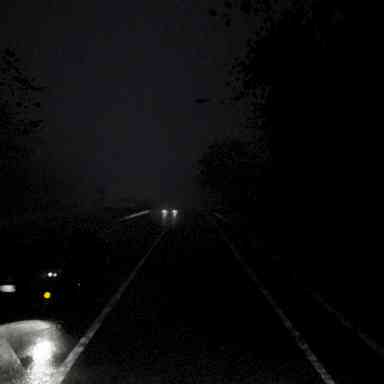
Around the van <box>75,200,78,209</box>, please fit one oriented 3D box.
[{"bbox_3d":[-23.420,2.142,59.705,4.442,1.987,1.878,0,-2,0],"label":"van"}]

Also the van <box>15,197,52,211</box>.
[{"bbox_3d":[-23.447,1.748,48.513,4.442,1.987,1.878,0,-2,0],"label":"van"}]

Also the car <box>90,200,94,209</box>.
[{"bbox_3d":[-23.279,2.678,68.001,5.008,1.535,2.097,0,-2,0],"label":"car"}]

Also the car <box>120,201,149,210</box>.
[{"bbox_3d":[-10.254,2.392,59.461,4.792,1.488,2.163,0,-2,0],"label":"car"}]

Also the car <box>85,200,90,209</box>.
[{"bbox_3d":[-23.286,2.570,65.108,5.008,1.535,2.097,0,-2,0],"label":"car"}]

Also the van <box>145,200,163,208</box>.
[{"bbox_3d":[-10.043,3.235,87.193,4.442,1.987,1.878,0,-3,0],"label":"van"}]

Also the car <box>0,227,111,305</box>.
[{"bbox_3d":[-3.339,1.563,8.027,1.994,1.385,4.181,0,0,0],"label":"car"}]

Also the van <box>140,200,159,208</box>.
[{"bbox_3d":[-10.062,2.864,78.889,4.442,1.987,1.878,0,-2,0],"label":"van"}]

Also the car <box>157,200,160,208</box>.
[{"bbox_3d":[-10.162,2.912,73.330,4.792,1.488,2.163,0,-2,0],"label":"car"}]

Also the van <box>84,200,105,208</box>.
[{"bbox_3d":[-23.142,2.867,79.082,4.442,1.987,1.878,0,-2,0],"label":"van"}]

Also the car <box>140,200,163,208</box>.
[{"bbox_3d":[-10.194,3.061,84.423,5.566,2.045,2.435,0,-3,0],"label":"car"}]

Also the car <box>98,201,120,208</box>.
[{"bbox_3d":[-23.198,3.504,92.777,5.566,2.045,2.435,0,-3,0],"label":"car"}]

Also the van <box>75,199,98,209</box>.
[{"bbox_3d":[-23.388,2.660,73.547,4.442,1.987,1.878,0,-2,0],"label":"van"}]

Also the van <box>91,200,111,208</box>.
[{"bbox_3d":[-23.129,3.084,84.469,4.442,1.987,1.878,0,-3,0],"label":"van"}]

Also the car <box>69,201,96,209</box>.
[{"bbox_3d":[-23.272,2.783,70.770,4.892,1.521,2.231,0,-2,0],"label":"car"}]

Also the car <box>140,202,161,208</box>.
[{"bbox_3d":[-10.202,3.223,81.660,4.792,1.488,2.163,0,-3,0],"label":"car"}]

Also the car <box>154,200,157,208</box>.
[{"bbox_3d":[-10.210,2.674,67.784,5.008,1.535,2.097,0,-2,0],"label":"car"}]

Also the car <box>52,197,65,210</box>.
[{"bbox_3d":[-23.351,1.814,51.404,5.566,2.045,2.435,0,-2,0],"label":"car"}]

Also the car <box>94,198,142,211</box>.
[{"bbox_3d":[-10.071,1.891,45.604,5.366,1.575,1.946,0,-2,0],"label":"car"}]

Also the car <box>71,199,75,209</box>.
[{"bbox_3d":[-23.304,2.265,56.927,4.892,1.521,2.231,0,-2,0],"label":"car"}]

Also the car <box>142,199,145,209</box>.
[{"bbox_3d":[-10.250,2.061,51.142,5.008,1.535,2.097,0,-2,0],"label":"car"}]

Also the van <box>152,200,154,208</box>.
[{"bbox_3d":[-10.328,2.345,65.018,4.442,1.987,1.878,0,-2,0],"label":"van"}]

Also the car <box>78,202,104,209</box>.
[{"bbox_3d":[-23.080,2.986,76.307,5.366,1.575,1.946,0,-2,0],"label":"car"}]

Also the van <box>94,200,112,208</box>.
[{"bbox_3d":[-23.356,3.239,87.368,4.442,1.987,1.878,0,-3,0],"label":"van"}]

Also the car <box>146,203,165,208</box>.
[{"bbox_3d":[-10.141,3.757,92.726,5.008,1.535,2.097,0,-3,0],"label":"car"}]

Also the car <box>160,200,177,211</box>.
[{"bbox_3d":[-3.242,2.091,50.072,1.812,1.442,4.674,0,-2,0],"label":"car"}]

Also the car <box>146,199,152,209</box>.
[{"bbox_3d":[-10.202,2.008,56.697,5.566,2.045,2.435,0,-2,0],"label":"car"}]

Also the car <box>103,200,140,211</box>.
[{"bbox_3d":[-10.256,1.974,48.372,4.892,1.521,2.231,0,-2,0],"label":"car"}]

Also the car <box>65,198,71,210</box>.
[{"bbox_3d":[-23.132,2.159,54.162,5.366,1.575,1.946,0,-2,0],"label":"car"}]

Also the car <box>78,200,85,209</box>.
[{"bbox_3d":[-23.266,2.346,62.469,4.553,1.767,2.185,0,-2,0],"label":"car"}]
